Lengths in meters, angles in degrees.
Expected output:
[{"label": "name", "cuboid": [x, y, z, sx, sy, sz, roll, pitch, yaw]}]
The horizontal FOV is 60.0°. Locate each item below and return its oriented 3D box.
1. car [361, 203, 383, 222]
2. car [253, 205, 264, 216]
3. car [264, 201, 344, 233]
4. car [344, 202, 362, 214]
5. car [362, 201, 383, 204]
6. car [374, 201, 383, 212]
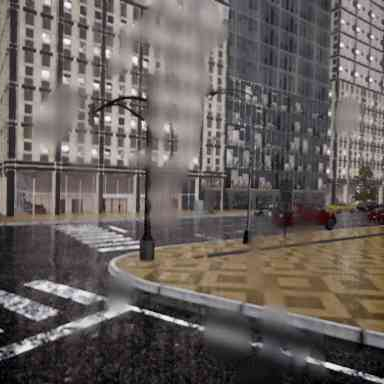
[{"label": "car", "cuboid": [16.982, 1.959, 28.812, 4.507, 1.381, 1.887, 1, 1, -34]}, {"label": "car", "cuboid": [7.866, 1.681, 32.138, 4.403, 1.369, 2.008, 1, 1, -34]}, {"label": "car", "cuboid": [7.613, 1.625, 22.431, 5.009, 1.841, 2.192, 1, 1, -34]}, {"label": "car", "cuboid": [17.100, 1.759, 38.418, 4.829, 1.417, 1.752, 1, 1, -34]}, {"label": "car", "cuboid": [21.927, 1.854, 41.703, 4.313, 1.339, 1.947, 1, 1, -34]}, {"label": "car", "cuboid": [26.614, 1.923, 44.892, 4.206, 1.307, 1.802, 1, 1, -34]}]
